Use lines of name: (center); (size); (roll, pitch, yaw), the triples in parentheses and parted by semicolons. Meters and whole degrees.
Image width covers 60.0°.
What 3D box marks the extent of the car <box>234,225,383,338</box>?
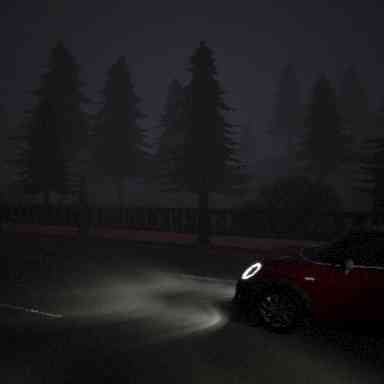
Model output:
car: (3.044, 1.344, 5.572); (4.553, 1.767, 2.097); (0, 0, 24)
